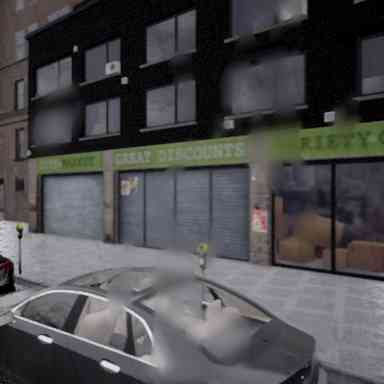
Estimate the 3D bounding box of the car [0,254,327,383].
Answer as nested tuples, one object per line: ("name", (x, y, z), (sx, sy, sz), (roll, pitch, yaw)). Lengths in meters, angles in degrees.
("car", (-0.874, 1.543, 3.704), (4.403, 1.369, 2.008), (0, 0, 35))
